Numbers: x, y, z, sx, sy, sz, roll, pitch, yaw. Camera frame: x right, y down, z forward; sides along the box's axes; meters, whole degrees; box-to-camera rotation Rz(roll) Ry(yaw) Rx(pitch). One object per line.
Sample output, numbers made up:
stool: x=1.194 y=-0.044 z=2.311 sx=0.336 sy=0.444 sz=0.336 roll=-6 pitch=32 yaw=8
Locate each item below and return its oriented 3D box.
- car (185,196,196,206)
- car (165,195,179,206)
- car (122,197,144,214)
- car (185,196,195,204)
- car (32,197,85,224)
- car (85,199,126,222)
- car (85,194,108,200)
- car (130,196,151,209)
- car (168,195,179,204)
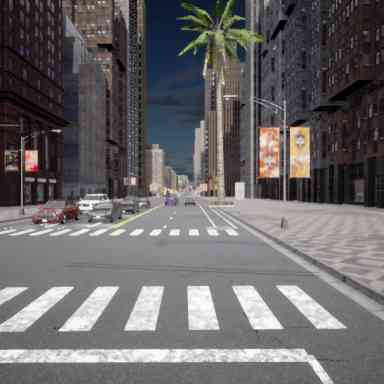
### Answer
car: x=-0.322 y=1.585 z=56.124 sx=2.033 sy=1.411 sz=5.357 roll=0 pitch=0 yaw=0
car: x=-3.574 y=1.564 z=56.522 sx=1.812 sy=1.442 sz=4.674 roll=0 pitch=0 yaw=0
car: x=-6.802 y=1.558 z=35.850 sx=2.033 sy=1.411 sz=5.357 roll=0 pitch=0 yaw=0
car: x=-0.381 y=1.538 z=66.547 sx=1.882 sy=1.535 sz=5.008 roll=0 pitch=0 yaw=0
car: x=-9.987 y=1.357 z=24.769 sx=2.097 sy=1.767 sz=4.553 roll=0 pitch=0 yaw=0
car: x=-6.742 y=1.531 z=26.179 sx=1.812 sy=1.442 sz=4.674 roll=0 pitch=0 yaw=0
car: x=-10.043 y=1.231 z=34.257 sx=2.150 sy=2.045 sz=5.566 roll=0 pitch=0 yaw=0
car: x=-6.852 y=1.513 z=46.146 sx=2.128 sy=1.511 sz=4.902 roll=0 pitch=0 yaw=0
car: x=-3.631 y=1.413 z=66.498 sx=2.097 sy=1.767 sz=4.553 roll=0 pitch=0 yaw=0
